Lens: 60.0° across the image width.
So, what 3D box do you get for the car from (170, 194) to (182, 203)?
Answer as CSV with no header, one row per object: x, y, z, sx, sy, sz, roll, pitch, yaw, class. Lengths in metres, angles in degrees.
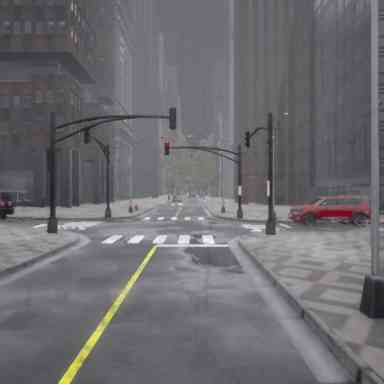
-3.011,1.519,67.077,1.837,1.490,4.892,0,0,0,car

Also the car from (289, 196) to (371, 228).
9.719,1.304,23.389,5.566,2.045,2.150,0,0,0,car

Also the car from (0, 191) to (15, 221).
-15.509,0.940,23.437,5.566,2.045,2.150,1,0,0,car
